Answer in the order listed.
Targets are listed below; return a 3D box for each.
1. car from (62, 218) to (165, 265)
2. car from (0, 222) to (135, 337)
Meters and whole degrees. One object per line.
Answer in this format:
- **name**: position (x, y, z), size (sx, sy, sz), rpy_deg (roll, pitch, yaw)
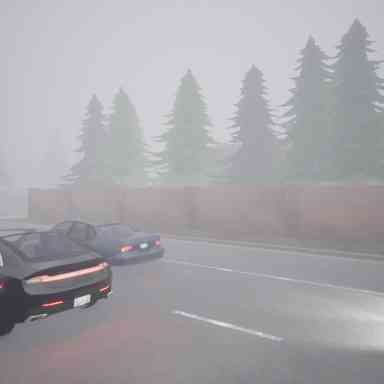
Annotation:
- **car**: position (-3.382, 1.548, 10.732), size (5.357, 1.411, 2.033), rpy_deg (0, 0, 35)
- **car**: position (-3.690, 1.492, 6.643), size (4.902, 1.511, 2.128), rpy_deg (0, 0, 36)
